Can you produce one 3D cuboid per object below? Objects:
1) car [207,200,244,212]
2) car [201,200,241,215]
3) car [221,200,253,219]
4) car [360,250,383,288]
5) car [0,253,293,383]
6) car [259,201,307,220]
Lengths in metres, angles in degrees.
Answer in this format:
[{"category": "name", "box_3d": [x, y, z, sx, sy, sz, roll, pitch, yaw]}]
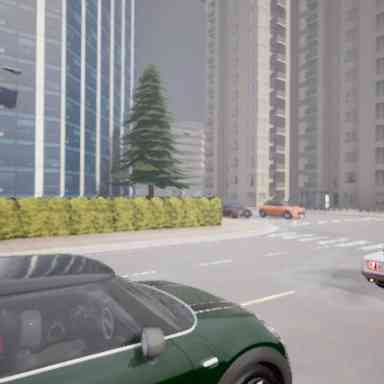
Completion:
[{"category": "car", "box_3d": [4.342, 1.810, 44.095, 2.128, 1.511, 4.902, 1, 0, -35]}, {"category": "car", "box_3d": [3.279, 1.763, 39.206, 1.882, 1.535, 5.008, 1, 0, -35]}, {"category": "car", "box_3d": [3.889, 1.818, 32.294, 1.994, 1.385, 4.181, 1, 0, -35]}, {"category": "car", "box_3d": [6.219, 1.689, 8.170, 4.718, 1.301, 1.895, 1, 0, -35]}, {"category": "car", "box_3d": [-1.195, 1.357, 2.895, 4.553, 1.767, 2.097, 1, 0, -35]}, {"category": "car", "box_3d": [8.610, 1.638, 31.691, 2.097, 1.767, 4.553, 1, 0, -35]}]
